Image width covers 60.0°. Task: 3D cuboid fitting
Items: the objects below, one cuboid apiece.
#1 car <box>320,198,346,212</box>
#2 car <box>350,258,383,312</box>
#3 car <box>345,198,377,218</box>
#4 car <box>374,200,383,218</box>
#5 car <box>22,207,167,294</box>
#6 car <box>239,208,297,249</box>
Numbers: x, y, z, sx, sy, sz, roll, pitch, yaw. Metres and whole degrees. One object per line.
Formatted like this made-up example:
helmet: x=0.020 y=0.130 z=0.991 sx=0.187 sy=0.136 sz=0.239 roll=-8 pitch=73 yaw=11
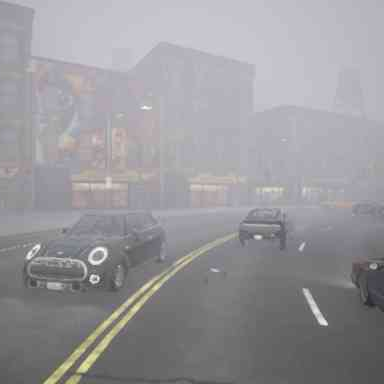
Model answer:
car: x=17.030 y=1.424 z=38.565 sx=5.008 sy=1.535 sz=1.882 roll=0 pitch=0 yaw=-31
car: x=4.022 y=1.550 z=4.803 sx=2.033 sy=1.411 sz=5.357 roll=0 pitch=0 yaw=9
car: x=16.256 y=1.467 z=29.551 sx=4.902 sy=1.511 sz=2.128 roll=0 pitch=0 yaw=-34
car: x=16.871 y=1.539 z=26.021 sx=5.357 sy=1.411 sz=2.033 roll=0 pitch=0 yaw=-35
car: x=-2.253 y=1.307 z=8.924 sx=2.097 sy=1.767 sz=4.553 roll=0 pitch=0 yaw=14
car: x=3.406 y=1.455 z=14.591 sx=2.128 sy=1.511 sz=4.902 roll=0 pitch=0 yaw=23
